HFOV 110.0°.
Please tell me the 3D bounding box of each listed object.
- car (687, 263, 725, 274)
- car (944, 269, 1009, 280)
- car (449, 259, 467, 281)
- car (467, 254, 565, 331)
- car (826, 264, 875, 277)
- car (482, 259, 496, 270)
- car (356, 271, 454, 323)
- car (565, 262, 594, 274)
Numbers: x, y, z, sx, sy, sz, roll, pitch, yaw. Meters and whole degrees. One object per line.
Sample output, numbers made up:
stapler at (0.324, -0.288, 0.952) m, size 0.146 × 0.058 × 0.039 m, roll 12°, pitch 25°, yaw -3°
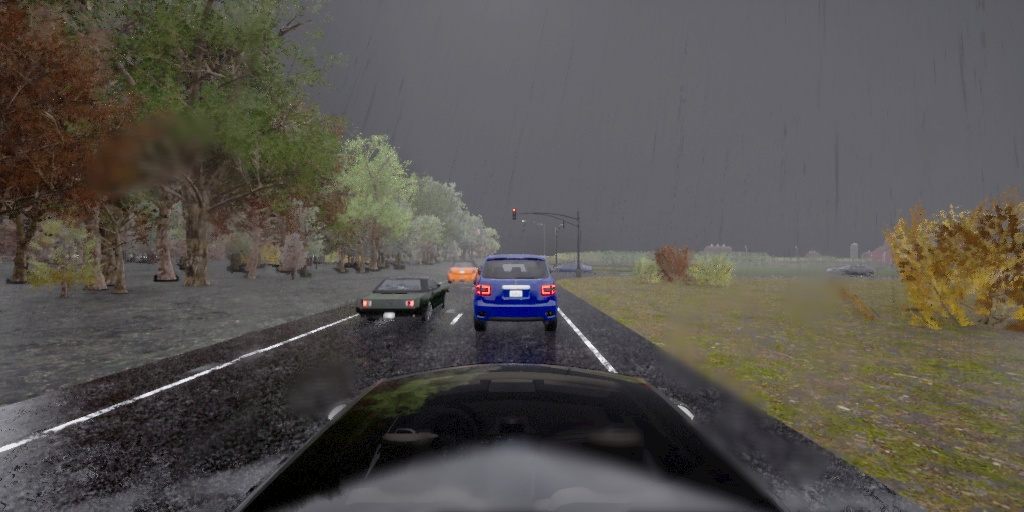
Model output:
car at (23.448, 1.556, 43.031) m, size 4.902 × 1.511 × 2.128 m, roll 1°, pitch -1°, yaw 0°
car at (50.971, 1.851, 39.316) m, size 5.357 × 1.411 × 2.033 m, roll 1°, pitch -1°, yaw 1°
car at (-3.433, 1.107, 26.813) m, size 2.097 × 1.767 × 4.553 m, roll 0°, pitch 0°, yaw 0°
car at (0.088, 0.974, 11.080) m, size 2.150 × 2.045 × 5.566 m, roll 0°, pitch 0°, yaw 0°
car at (40.476, 1.741, 42.965) m, size 4.902 × 1.511 × 2.128 m, roll 1°, pitch -1°, yaw 0°
car at (-3.473, 1.262, 55.659) m, size 1.837 × 1.490 × 4.892 m, roll 0°, pitch 0°, yaw 0°
car at (-3.412, 1.353, 12.190) m, size 1.895 × 1.301 × 4.718 m, roll 0°, pitch 0°, yaw 0°
car at (7.445, 1.460, 44.558) m, size 5.357 × 1.411 × 2.033 m, roll 0°, pitch -1°, yaw 21°
